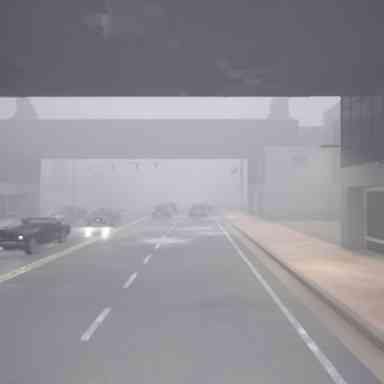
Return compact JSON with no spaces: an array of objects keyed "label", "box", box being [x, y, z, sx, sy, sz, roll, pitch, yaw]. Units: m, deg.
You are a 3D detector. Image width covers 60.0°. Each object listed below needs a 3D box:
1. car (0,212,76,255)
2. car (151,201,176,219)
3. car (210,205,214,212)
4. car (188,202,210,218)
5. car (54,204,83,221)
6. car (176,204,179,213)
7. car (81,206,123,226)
[{"label":"car","box":[-6.904,1.759,14.227,1.895,1.301,4.718,0,-1,1]},{"label":"car","box":[-2.947,1.913,33.444,1.812,1.442,4.674,0,-1,1]},{"label":"car","box":[1.518,2.067,44.304,2.033,1.411,5.357,0,-1,18]},{"label":"car","box":[0.582,1.974,34.970,1.994,1.385,4.181,0,-1,1]},{"label":"car","box":[-10.162,1.804,27.907,2.128,1.511,4.902,0,-1,1]},{"label":"car","box":[-2.866,2.027,44.945,1.837,1.490,4.892,0,0,0]},{"label":"car","box":[-6.707,1.855,25.719,1.994,1.385,4.181,0,-1,1]}]
